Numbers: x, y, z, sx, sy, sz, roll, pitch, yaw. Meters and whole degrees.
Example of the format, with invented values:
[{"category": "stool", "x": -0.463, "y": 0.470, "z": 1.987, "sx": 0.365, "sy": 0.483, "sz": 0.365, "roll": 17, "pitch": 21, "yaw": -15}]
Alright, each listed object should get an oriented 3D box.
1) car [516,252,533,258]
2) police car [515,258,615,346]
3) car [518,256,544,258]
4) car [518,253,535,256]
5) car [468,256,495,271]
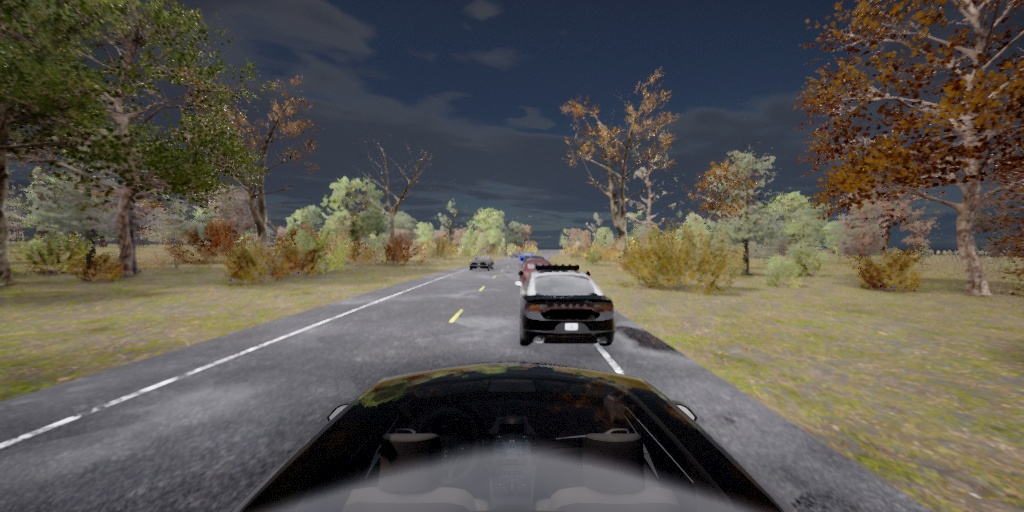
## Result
[{"category": "car", "x": 2.073, "y": 0.221, "z": 50.093, "sx": 1.882, "sy": 1.535, "sz": 5.008, "roll": 0, "pitch": 1, "yaw": 5}, {"category": "police car", "x": 1.109, "y": 1.012, "z": 9.044, "sx": 1.930, "sy": 1.638, "sz": 5.238, "roll": 0, "pitch": 1, "yaw": 1}, {"category": "car", "x": 1.328, "y": 0.895, "z": 18.886, "sx": 1.812, "sy": 1.442, "sz": 4.674, "roll": 0, "pitch": 1, "yaw": 2}, {"category": "car", "x": 1.537, "y": 0.745, "z": 24.855, "sx": 1.837, "sy": 1.490, "sz": 4.892, "roll": 0, "pitch": 1, "yaw": 2}, {"category": "car", "x": -2.727, "y": 0.674, "z": 32.757, "sx": 1.895, "sy": 1.301, "sz": 4.718, "roll": 0, "pitch": 1, "yaw": 3}]
